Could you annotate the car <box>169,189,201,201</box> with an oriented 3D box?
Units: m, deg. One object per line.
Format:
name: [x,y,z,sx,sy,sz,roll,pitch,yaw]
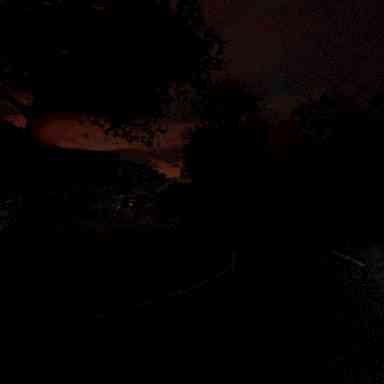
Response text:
car: [-1.108,0.468,52.540,4.892,1.521,2.231,2,2,0]

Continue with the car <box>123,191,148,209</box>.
car: [-6.218,0.948,35.993,1.837,1.490,4.892,2,1,-1]

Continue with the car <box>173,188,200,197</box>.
car: [-1.090,0.023,63.633,5.008,1.535,2.097,2,2,0]

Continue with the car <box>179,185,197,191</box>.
car: [-1.039,-1.077,91.367,5.008,1.535,2.097,2,2,0]

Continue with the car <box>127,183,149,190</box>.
car: [-14.308,-1.363,87.755,5.366,1.575,1.946,2,2,0]

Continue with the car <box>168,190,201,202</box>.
car: [-1.078,0.609,49.769,4.792,1.488,2.163,2,2,0]

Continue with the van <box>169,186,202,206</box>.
van: [-1.228,0.686,41.440,4.442,1.987,1.878,2,2,0]

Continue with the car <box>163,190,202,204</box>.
car: [-1.296,0.682,46.995,5.366,1.575,1.946,2,2,0]

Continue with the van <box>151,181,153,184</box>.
van: [-13.990,-1.798,93.348,4.442,1.987,1.878,2,2,0]

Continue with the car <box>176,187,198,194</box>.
car: [-1.099,-0.388,74.727,4.792,1.488,2.163,2,2,0]

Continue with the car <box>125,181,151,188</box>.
car: [-14.147,-1.495,84.943,5.566,2.045,2.435,2,2,0]

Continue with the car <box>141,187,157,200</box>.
car: [-6.135,0.471,50.547,1.994,1.385,4.181,2,2,1]

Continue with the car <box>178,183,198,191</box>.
car: [-1.061,-1.438,94.131,5.566,2.045,2.435,2,2,0]

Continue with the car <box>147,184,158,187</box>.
car: [-9.404,-0.563,74.027,1.895,1.301,4.718,2,2,0]

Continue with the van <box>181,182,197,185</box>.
van: [-0.953,-0.419,69.171,4.442,1.987,1.878,2,2,0]

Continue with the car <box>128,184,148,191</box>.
car: [-9.472,-0.057,58.826,1.882,1.535,5.008,2,2,1]

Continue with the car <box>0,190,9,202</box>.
car: [-19.867,0.154,32.375,2.097,1.767,4.553,2,1,0]

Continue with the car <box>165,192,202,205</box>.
car: [-1.086,0.833,44.221,4.792,1.488,2.163,2,2,0]

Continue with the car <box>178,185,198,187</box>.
car: [-1.058,0.121,58.081,4.553,1.767,2.185,2,2,0]

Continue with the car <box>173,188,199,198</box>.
car: [-1.093,0.174,60.861,4.674,1.452,2.002,2,2,0]

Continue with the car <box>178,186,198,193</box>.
car: [-1.028,-0.716,83.048,4.792,1.488,2.163,2,2,0]

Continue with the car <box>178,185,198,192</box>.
car: [-1.043,-0.967,88.593,5.008,1.535,2.097,2,2,0]

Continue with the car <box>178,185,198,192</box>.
car: [-1.046,-0.855,85.820,4.892,1.521,2.231,2,2,0]
